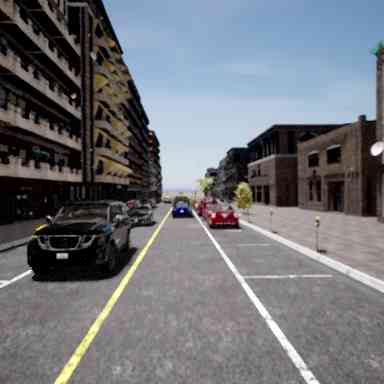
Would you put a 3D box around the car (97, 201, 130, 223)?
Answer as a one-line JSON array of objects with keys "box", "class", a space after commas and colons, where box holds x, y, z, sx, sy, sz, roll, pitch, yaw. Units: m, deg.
[{"box": [-6.563, 1.662, 28.270, 1.967, 1.590, 4.097, -1, 0, -2], "class": "car"}]

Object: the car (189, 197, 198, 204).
[{"box": [0.312, 1.946, 74.079, 1.752, 1.417, 4.829, -1, 0, -2], "class": "car"}]

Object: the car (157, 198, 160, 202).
[{"box": [-7.687, 1.982, 62.315, 2.008, 1.369, 4.403, -1, 0, -2], "class": "car"}]

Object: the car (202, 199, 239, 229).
[{"box": [2.005, 1.545, 22.844, 1.967, 1.590, 4.097, -1, 0, -2], "class": "car"}]

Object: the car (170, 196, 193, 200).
[{"box": [-1.381, 1.486, 44.174, 2.150, 2.045, 5.566, -1, 0, -2], "class": "car"}]

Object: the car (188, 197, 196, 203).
[{"box": [-0.052, 2.037, 85.258, 1.887, 1.381, 4.507, -1, 0, -2], "class": "car"}]

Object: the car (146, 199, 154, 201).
[{"box": [-7.317, 1.926, 50.966, 1.947, 1.339, 4.313, -1, 0, -2], "class": "car"}]

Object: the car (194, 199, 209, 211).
[{"box": [1.239, 1.769, 45.708, 1.752, 1.417, 4.829, -1, 0, -2], "class": "car"}]

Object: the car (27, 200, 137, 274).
[{"box": [-3.430, 1.317, 11.283, 2.150, 2.045, 5.566, -1, -1, -2], "class": "car"}]

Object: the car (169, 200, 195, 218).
[{"box": [-0.967, 1.756, 32.822, 1.994, 1.385, 4.181, -1, 0, -2], "class": "car"}]

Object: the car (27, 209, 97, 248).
[{"box": [-6.274, 1.679, 16.748, 1.752, 1.417, 4.829, -1, 0, -2], "class": "car"}]

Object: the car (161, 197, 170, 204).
[{"box": [-5.403, 2.040, 75.069, 1.895, 1.301, 4.718, -1, 0, -2], "class": "car"}]

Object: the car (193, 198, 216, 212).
[{"box": [1.610, 1.489, 34.191, 2.192, 1.841, 5.009, -1, 0, -2], "class": "car"}]

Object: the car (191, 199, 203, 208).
[{"box": [0.875, 1.895, 56.886, 1.802, 1.307, 4.206, -1, 0, -2], "class": "car"}]

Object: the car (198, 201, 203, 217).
[{"box": [1.801, 1.721, 28.515, 1.802, 1.307, 4.206, -1, 0, -2], "class": "car"}]

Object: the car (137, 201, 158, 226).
[{"box": [-3.850, 1.681, 24.833, 1.837, 1.490, 4.892, -1, -1, -2], "class": "car"}]

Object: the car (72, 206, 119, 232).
[{"box": [-6.411, 1.739, 22.594, 2.008, 1.369, 4.403, -1, 0, -2], "class": "car"}]
